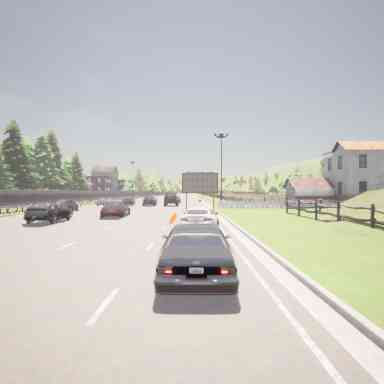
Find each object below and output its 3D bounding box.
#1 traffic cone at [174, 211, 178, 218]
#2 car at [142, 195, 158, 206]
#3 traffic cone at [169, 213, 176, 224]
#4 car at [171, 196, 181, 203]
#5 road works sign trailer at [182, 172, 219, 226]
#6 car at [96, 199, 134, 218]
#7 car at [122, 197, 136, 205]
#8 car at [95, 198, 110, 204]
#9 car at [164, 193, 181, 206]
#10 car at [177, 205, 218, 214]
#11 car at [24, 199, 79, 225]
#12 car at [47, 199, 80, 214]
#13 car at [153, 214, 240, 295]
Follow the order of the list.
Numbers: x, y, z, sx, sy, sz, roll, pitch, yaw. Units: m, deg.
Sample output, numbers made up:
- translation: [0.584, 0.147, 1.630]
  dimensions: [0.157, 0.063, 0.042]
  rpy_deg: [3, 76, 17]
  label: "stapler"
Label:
- translation: [-1.448, 1.955, 25.209]
  dimensions: [0.340, 0.580, 0.340]
  rpy_deg: [0, 0, 0]
  label: "traffic cone"
- translation: [-6.812, 1.351, 54.606]
  dimensions: [2.097, 1.767, 4.553]
  rpy_deg: [0, 0, 0]
  label: "car"
- translation: [-1.451, 1.955, 23.209]
  dimensions: [0.340, 0.580, 0.340]
  rpy_deg: [0, 0, 0]
  label: "traffic cone"
- translation: [-3.292, 1.564, 68.605]
  dimensions: [1.994, 1.385, 4.181]
  rpy_deg: [0, 0, 0]
  label: "car"
- translation: [0.524, 0.464, 22.084]
  dimensions: [2.380, 3.560, 2.880]
  rpy_deg: [0, 0, -3]
  label: "road works sign trailer"
- translation: [-6.854, 1.563, 30.022]
  dimensions: [1.994, 1.385, 4.181]
  rpy_deg: [0, 0, 0]
  label: "car"
- translation: [-10.315, 1.492, 53.768]
  dimensions: [2.128, 1.511, 4.902]
  rpy_deg: [0, 0, 0]
  label: "car"
- translation: [-13.817, 1.601, 52.923]
  dimensions: [1.895, 1.301, 4.718]
  rpy_deg: [0, 0, 0]
  label: "car"
- translation: [-3.316, 1.221, 53.390]
  dimensions: [2.150, 2.045, 5.566]
  rpy_deg: [0, 0, 0]
  label: "car"
- translation: [0.447, 1.541, 18.471]
  dimensions: [1.812, 1.442, 4.674]
  rpy_deg: [-1, -1, 7]
  label: "car"
- translation: [-10.362, 1.490, 24.305]
  dimensions: [2.128, 1.511, 4.902]
  rpy_deg: [0, 0, 0]
  label: "car"
- translation: [-13.843, 1.526, 36.156]
  dimensions: [1.812, 1.442, 4.674]
  rpy_deg: [0, 0, 0]
  label: "car"
- translation: [0.112, 1.547, 8.852]
  dimensions: [2.033, 1.411, 5.357]
  rpy_deg: [0, 0, 1]
  label: "car"
